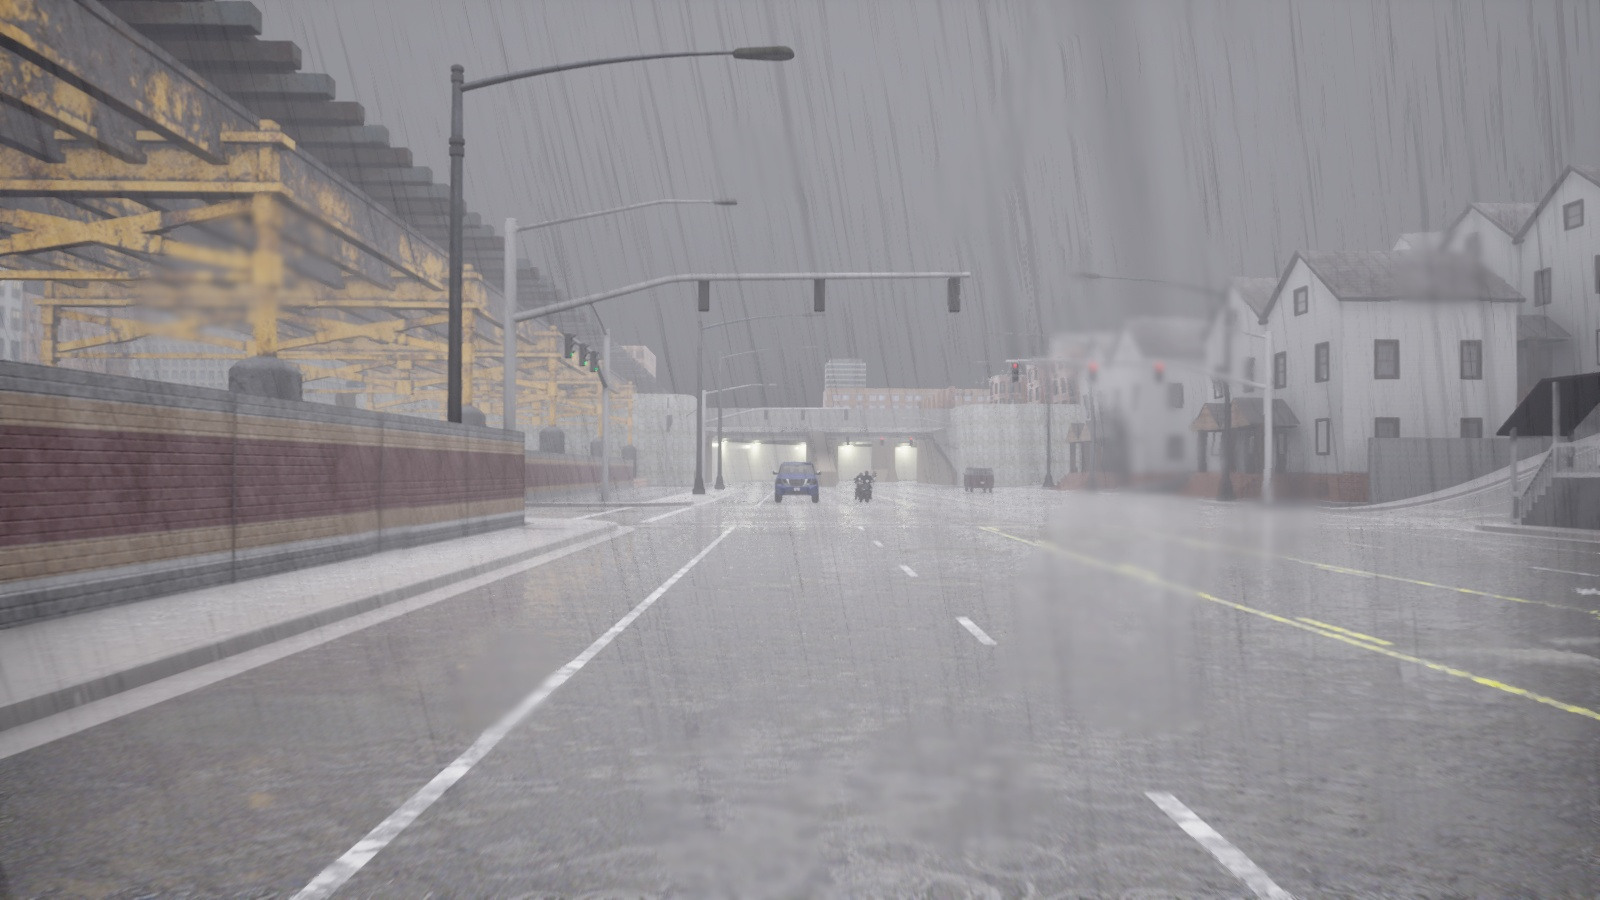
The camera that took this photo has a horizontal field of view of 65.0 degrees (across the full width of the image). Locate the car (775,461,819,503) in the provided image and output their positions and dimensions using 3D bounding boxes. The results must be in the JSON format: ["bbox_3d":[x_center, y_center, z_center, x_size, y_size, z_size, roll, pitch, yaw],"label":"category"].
[{"bbox_3d":[-0.143,1.609,64.215,2.150,2.045,5.566,0,-1,0],"label":"car"}]

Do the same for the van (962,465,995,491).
[{"bbox_3d":[13.811,2.141,97.301,1.775,1.987,4.442,0,-1,-1],"label":"van"}]

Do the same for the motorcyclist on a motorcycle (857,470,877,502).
[{"bbox_3d":[3.361,1.810,63.025,0.866,1.590,1.817,0,-1,0],"label":"motorcyclist on a motorcycle"}]
